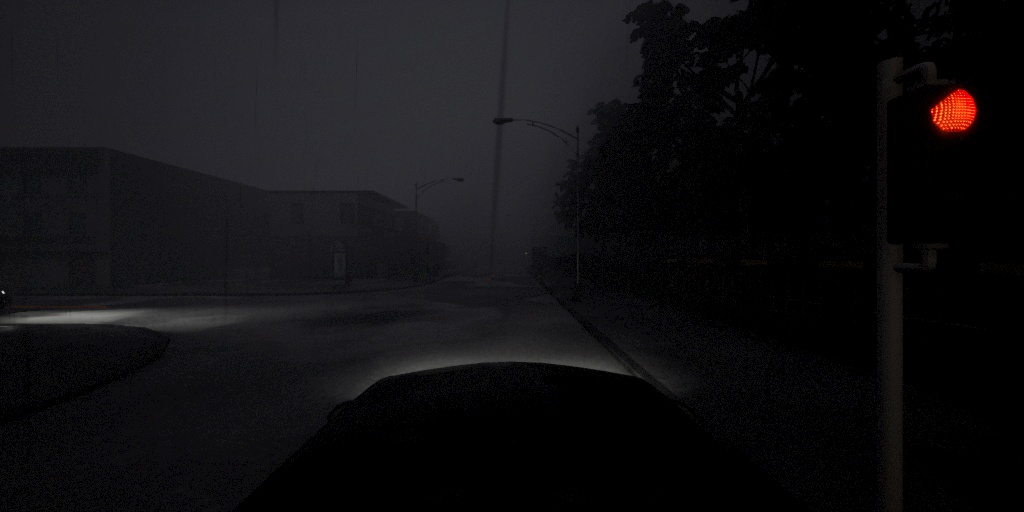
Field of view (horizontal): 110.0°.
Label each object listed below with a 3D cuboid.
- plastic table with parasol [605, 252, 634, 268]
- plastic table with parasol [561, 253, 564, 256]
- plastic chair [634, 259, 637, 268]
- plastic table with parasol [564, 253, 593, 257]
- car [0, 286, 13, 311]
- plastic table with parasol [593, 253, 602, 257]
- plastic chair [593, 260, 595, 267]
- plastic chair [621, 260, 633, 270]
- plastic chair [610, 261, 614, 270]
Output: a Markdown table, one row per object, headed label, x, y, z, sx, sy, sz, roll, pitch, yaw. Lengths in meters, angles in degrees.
| label | x | y | z | sx | sy | sz | roll | pitch | yaw |
| --- | --- | --- | --- | --- | --- | --- | --- | --- | --- |
| plastic table with parasol | 15.289 | 0.694 | 51.182 | 2.482 | 2.480 | 2.482 | 0 | 0 | -40 |
| plastic table with parasol | 10.680 | 0.705 | 62.362 | 2.482 | 2.480 | 2.482 | 0 | 0 | -40 |
| plastic chair | 18.643 | 1.161 | 54.631 | 0.750 | 1.272 | 0.730 | 0 | 0 | -39 |
| plastic table with parasol | 9.970 | 0.684 | 53.921 | 2.482 | 2.480 | 2.482 | 0 | 0 | -40 |
| car | -19.854 | 1.241 | 11.913 | 4.902 | 1.511 | 2.128 | 0 | 0 | 0 |
| plastic table with parasol | 14.667 | 0.673 | 59.396 | 2.482 | 2.480 | 2.482 | 0 | 0 | -42 |
| plastic chair | 13.715 | 1.304 | 58.508 | 0.730 | 1.272 | 0.750 | 0 | 0 | -35 |
| plastic chair | 16.022 | 1.296 | 50.184 | 0.750 | 1.272 | 0.730 | 0 | 0 | -40 |
| plastic chair | 14.316 | 1.306 | 50.280 | 0.730 | 1.272 | 0.750 | 0 | 0 | -35 |
